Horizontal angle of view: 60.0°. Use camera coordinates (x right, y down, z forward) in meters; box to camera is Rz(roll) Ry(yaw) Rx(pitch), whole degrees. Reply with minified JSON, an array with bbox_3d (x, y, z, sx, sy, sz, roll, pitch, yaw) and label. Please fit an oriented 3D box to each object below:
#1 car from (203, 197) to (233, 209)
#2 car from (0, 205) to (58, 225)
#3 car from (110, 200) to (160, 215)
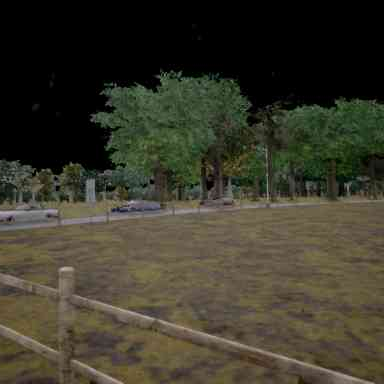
[{"bbox_3d":[3.409,1.375,43.109,4.674,1.442,1.812,0,-1,-44],"label":"car"},{"bbox_3d":[-12.154,1.606,24.183,1.895,1.301,4.718,-2,-1,36],"label":"car"},{"bbox_3d":[-5.514,1.495,33.132,2.033,1.411,5.357,-2,-1,39],"label":"car"}]
